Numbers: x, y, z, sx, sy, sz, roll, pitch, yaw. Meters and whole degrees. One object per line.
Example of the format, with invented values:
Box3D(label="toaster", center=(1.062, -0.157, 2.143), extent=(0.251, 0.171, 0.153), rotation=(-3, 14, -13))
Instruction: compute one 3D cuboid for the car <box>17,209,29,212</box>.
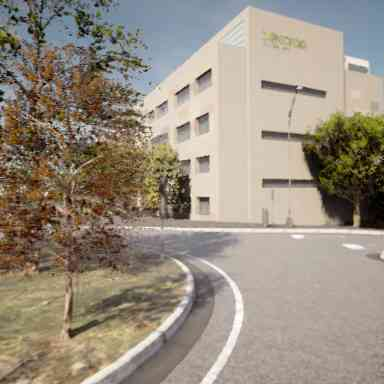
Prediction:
Box3D(label="car", center=(-19.944, 2.597, 44.609), extent=(5.566, 2.045, 2.435), rotation=(0, -4, -31))

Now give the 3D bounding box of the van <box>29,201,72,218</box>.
Box3D(label="van", center=(-15.519, 2.065, 37.539), extent=(4.442, 1.987, 1.878), rotation=(0, -3, -31))

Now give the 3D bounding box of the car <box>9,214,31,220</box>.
Box3D(label="car", center=(-42.868, 6.216, 82.814), extent=(4.792, 1.488, 2.163), rotation=(0, -4, -31))

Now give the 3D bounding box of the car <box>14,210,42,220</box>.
Box3D(label="car", center=(-31.434, 4.392, 63.697), extent=(4.553, 1.767, 2.185), rotation=(0, -4, -31))

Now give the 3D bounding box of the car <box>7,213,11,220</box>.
Box3D(label="car", center=(-40.020, 5.810, 78.022), extent=(4.674, 1.452, 2.002), rotation=(0, -4, -31))
